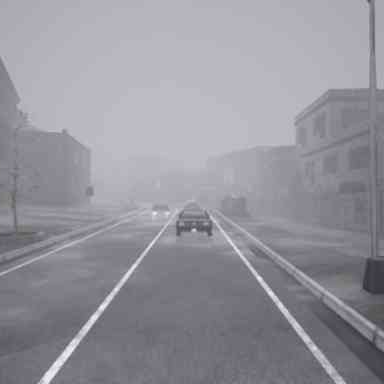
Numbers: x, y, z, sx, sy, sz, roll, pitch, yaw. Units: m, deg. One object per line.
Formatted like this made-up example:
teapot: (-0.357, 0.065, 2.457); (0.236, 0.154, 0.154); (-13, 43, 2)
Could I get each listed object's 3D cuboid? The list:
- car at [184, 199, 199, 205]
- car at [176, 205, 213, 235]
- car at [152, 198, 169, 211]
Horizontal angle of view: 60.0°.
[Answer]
car: (-0.072, 1.567, 40.985); (1.812, 1.442, 4.674); (0, 0, -3)
car: (0.106, 1.619, 18.776); (1.895, 1.301, 4.718); (0, 0, 0)
car: (-3.788, 1.516, 40.660); (1.882, 1.535, 5.008); (0, 0, -3)
